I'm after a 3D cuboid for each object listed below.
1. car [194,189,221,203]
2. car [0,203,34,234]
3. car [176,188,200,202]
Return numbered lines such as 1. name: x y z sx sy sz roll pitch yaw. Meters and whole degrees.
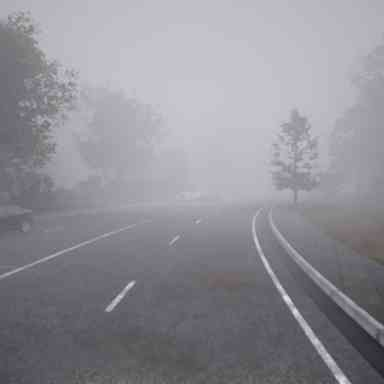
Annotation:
1. car: 2.504 0.655 46.095 1.882 1.535 5.008 0 1 23
2. car: -9.414 1.298 15.337 1.882 1.535 5.008 0 1 8
3. car: -0.299 0.402 48.457 2.150 2.045 5.566 -1 1 24
